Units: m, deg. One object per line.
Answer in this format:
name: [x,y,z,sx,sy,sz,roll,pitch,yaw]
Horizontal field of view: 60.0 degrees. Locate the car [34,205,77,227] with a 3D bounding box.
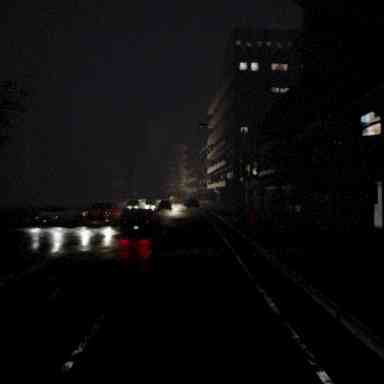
car: [-9.906,1.694,24.652,1.812,1.442,4.674,0,0,0]

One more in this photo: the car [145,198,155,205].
car: [-8.123,1.958,65.385,2.128,1.511,4.902,0,0,-4]

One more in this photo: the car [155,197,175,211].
car: [-3.718,1.846,45.957,1.812,1.442,4.674,0,0,-2]

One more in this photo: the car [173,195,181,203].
car: [-3.396,2.033,86.835,1.812,1.442,4.674,0,0,-6]

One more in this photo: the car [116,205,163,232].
car: [-3.169,1.744,21.047,1.895,1.301,4.718,0,0,0]

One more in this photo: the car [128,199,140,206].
car: [-11.361,2.005,65.114,1.994,1.385,4.181,0,0,-4]

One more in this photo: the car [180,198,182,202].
car: [-0.848,2.013,68.579,1.812,1.442,4.674,0,0,-4]

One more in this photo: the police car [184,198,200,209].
police car: [0.140,1.794,52.581,1.930,1.638,5.238,0,0,-3]

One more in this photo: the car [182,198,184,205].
car: [-0.431,1.969,62.540,1.812,1.442,4.674,0,0,-4]

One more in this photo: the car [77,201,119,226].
car: [-6.650,1.522,24.929,2.097,1.767,4.553,0,0,-1]
